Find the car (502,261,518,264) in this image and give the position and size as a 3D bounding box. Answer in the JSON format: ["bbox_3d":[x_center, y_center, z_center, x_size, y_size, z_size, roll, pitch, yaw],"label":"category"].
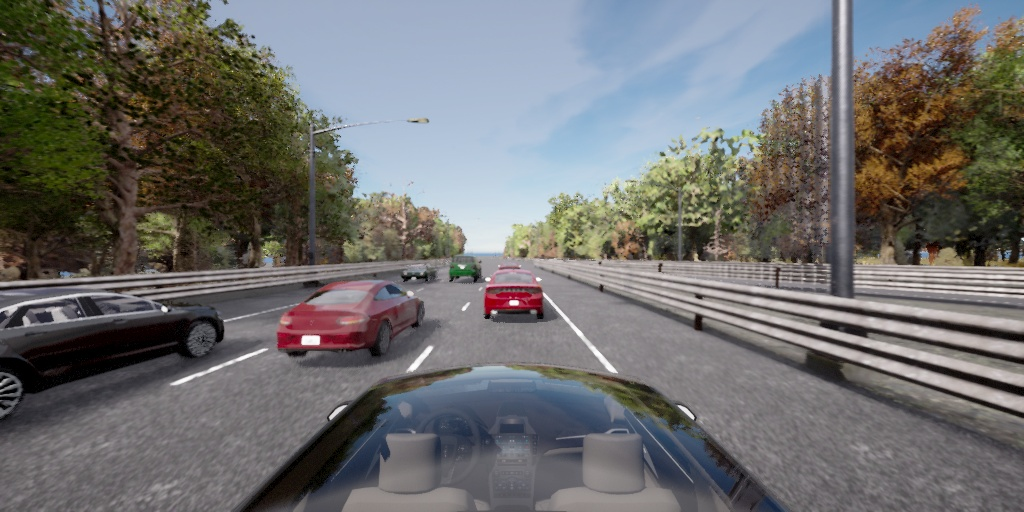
[{"bbox_3d":[-0.200,1.201,31.112,1.882,1.535,5.008,0,0,-1],"label":"car"}]

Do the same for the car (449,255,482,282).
[{"bbox_3d":[-3.655,0.948,28.717,2.150,2.045,5.566,0,0,-1],"label":"car"}]

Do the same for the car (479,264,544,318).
[{"bbox_3d":[0.045,1.214,12.892,1.882,1.535,5.008,0,0,0],"label":"car"}]

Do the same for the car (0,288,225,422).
[{"bbox_3d":[-6.916,1.239,5.490,2.128,1.511,4.902,0,0,0],"label":"car"}]

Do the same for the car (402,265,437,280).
[{"bbox_3d":[-7.145,1.329,28.149,1.895,1.301,4.718,0,0,-1],"label":"car"}]

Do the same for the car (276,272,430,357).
[{"bbox_3d":[-3.425,1.268,8.394,1.812,1.442,4.674,0,0,0],"label":"car"}]
